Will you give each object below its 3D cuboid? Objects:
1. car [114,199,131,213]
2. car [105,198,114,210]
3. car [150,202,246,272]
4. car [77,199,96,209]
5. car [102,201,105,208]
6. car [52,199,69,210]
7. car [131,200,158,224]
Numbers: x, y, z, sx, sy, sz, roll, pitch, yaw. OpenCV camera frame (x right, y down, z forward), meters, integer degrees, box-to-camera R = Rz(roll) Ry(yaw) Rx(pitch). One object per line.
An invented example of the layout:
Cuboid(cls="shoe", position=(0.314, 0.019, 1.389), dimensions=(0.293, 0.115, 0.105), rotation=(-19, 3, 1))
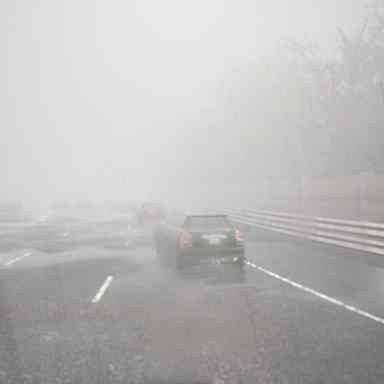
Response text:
Cuboid(cls="car", position=(-7.498, 1.723, 39.096), dimensions=(2.033, 1.411, 5.357), rotation=(0, 0, -21))
Cuboid(cls="car", position=(-10.169, 1.754, 45.818), dimensions=(2.033, 1.411, 5.357), rotation=(0, 0, -22))
Cuboid(cls="car", position=(0.043, 1.403, 11.323), dimensions=(2.097, 1.767, 4.553), rotation=(0, 0, -16))
Cuboid(cls="car", position=(-15.730, 1.770, 49.315), dimensions=(2.033, 1.411, 5.357), rotation=(0, 0, -29))
Cuboid(cls="car", position=(-12.296, 1.705, 50.536), dimensions=(1.882, 1.535, 5.008), rotation=(0, 0, -30))
Cuboid(cls="car", position=(-18.836, 1.708, 47.702), dimensions=(2.128, 1.511, 4.902), rotation=(0, 0, -29))
Cuboid(cls="car", position=(-3.323, 1.469, 25.814), dimensions=(2.097, 1.767, 4.553), rotation=(0, 0, -14))
